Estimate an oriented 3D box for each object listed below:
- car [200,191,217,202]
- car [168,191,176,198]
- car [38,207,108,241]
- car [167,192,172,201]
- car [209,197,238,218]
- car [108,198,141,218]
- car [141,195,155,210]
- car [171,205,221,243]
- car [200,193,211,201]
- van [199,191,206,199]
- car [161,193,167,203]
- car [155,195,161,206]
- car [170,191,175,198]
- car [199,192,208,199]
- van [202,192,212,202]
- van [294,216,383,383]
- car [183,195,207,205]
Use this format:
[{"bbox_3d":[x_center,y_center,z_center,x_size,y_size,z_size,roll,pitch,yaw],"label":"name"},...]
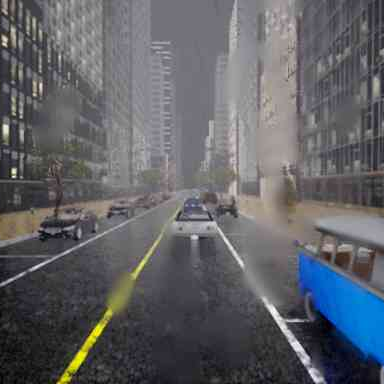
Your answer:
[{"bbox_3d":[2.690,0.953,49.881,2.192,1.841,5.009,-1,0,0],"label":"car"},{"bbox_3d":[-5.680,0.615,95.350,2.192,1.841,5.009,-1,0,0],"label":"car"},{"bbox_3d":[-5.695,1.436,15.783,2.008,1.369,4.403,-1,0,0],"label":"car"},{"bbox_3d":[-5.685,1.078,66.935,1.947,1.339,4.313,-1,0,0],"label":"car"},{"bbox_3d":[2.688,1.354,27.148,2.008,1.369,4.403,-1,0,0],"label":"car"},{"bbox_3d":[-5.693,1.353,27.150,2.008,1.369,4.403,-1,0,0],"label":"car"},{"bbox_3d":[-5.690,1.302,38.517,1.802,1.307,4.206,-1,0,0],"label":"car"},{"bbox_3d":[0.103,1.489,15.450,1.895,1.301,4.718,0,0,0],"label":"car"},{"bbox_3d":[2.695,0.953,66.932,1.967,1.590,4.097,-1,0,0],"label":"car"},{"bbox_3d":[2.698,0.727,83.981,1.690,1.788,3.998,-1,0,0],"label":"van"},{"bbox_3d":[-5.687,1.122,55.397,1.752,1.417,4.829,-1,0,0],"label":"car"},{"bbox_3d":[-5.690,1.119,44.199,1.967,1.590,4.097,-1,0,0],"label":"car"},{"bbox_3d":[-5.682,0.979,78.302,2.008,1.369,4.403,-1,0,0],"label":"car"},{"bbox_3d":[2.697,0.869,78.299,1.967,1.590,4.097,-1,0,0],"label":"car"},{"bbox_3d":[2.693,0.896,61.248,1.690,1.788,3.998,-1,0,0],"label":"van"},{"bbox_3d":[2.681,1.309,4.413,1.690,1.788,3.998,-1,0,0],"label":"van"},{"bbox_3d":[0.108,1.303,33.651,2.033,1.411,5.357,0,0,0],"label":"car"}]
